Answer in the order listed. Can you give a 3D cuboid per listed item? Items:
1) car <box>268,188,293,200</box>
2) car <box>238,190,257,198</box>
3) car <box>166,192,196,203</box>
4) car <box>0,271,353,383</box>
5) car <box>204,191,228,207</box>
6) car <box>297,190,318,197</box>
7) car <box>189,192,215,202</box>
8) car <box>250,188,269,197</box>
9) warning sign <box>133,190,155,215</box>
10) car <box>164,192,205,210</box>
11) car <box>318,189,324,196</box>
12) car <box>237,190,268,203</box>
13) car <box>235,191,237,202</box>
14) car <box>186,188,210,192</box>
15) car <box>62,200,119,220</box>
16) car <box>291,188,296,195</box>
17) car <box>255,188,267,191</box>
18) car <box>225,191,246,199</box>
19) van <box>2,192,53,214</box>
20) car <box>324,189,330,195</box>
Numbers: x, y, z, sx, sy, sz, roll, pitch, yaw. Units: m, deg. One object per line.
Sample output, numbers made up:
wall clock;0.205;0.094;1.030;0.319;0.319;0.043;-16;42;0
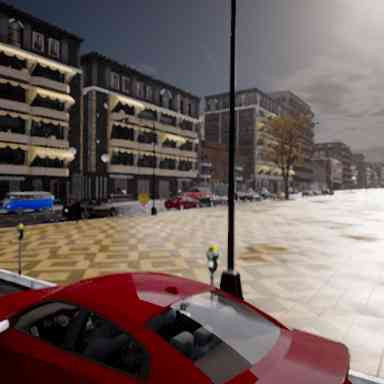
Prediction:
car;14.967;0.577;56.285;1.752;1.417;4.829;2;2;35
car;11.031;0.387;65.343;1.752;1.417;4.829;2;2;35
car;-1.508;0.772;47.139;1.947;1.339;4.313;2;2;35
car;-0.789;1.532;3.423;4.507;1.381;1.887;0;1;35
car;2.233;0.954;37.799;2.008;1.369;4.403;2;2;35
car;24.347;0.347;69.904;2.008;1.369;4.403;2;2;35
car;1.650;0.670;51.725;2.008;1.369;4.403;2;2;35
car;14.291;0.087;70.064;2.192;1.841;5.009;2;2;35
warning sign;-3.628;0.767;25.135;1.300;1.860;1.060;0;0;35
car;-0.926;1.036;33.213;1.887;1.381;4.507;2;2;35
car;27.505;0.261;74.489;2.008;1.369;4.403;2;2;35
car;8.552;0.779;46.972;2.008;1.369;4.403;2;2;35
car;6.673;0.689;48.924;1.837;1.490;4.892;1;1;35
car;0.587;0.461;45.601;2.150;2.045;5.566;1;2;35
car;-7.243;1.233;24.042;1.947;1.339;4.313;2;2;35
car;23.767;-0.170;83.822;2.192;1.841;5.009;2;2;35
car;12.452;0.516;57.395;2.128;1.511;4.902;1;1;35
car;7.968;0.511;60.898;1.947;1.339;4.313;2;2;35
van;-14.141;0.899;28.788;1.690;1.788;3.998;2;2;35
car;33.825;-0.021;83.659;1.967;1.590;4.097;2;2;35
